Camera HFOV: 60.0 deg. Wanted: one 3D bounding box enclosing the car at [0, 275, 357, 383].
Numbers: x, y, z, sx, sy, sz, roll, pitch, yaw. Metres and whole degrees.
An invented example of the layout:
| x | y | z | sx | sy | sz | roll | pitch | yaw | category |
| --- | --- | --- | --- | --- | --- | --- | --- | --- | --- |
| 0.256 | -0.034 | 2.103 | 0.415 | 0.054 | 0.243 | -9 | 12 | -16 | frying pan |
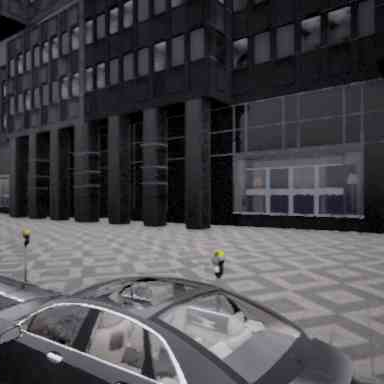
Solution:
| x | y | z | sx | sy | sz | roll | pitch | yaw | category |
| --- | --- | --- | --- | --- | --- | --- | --- | --- | --- |
| -0.682 | 1.590 | 3.450 | 4.403 | 1.369 | 2.008 | -1 | -1 | 36 | car |
